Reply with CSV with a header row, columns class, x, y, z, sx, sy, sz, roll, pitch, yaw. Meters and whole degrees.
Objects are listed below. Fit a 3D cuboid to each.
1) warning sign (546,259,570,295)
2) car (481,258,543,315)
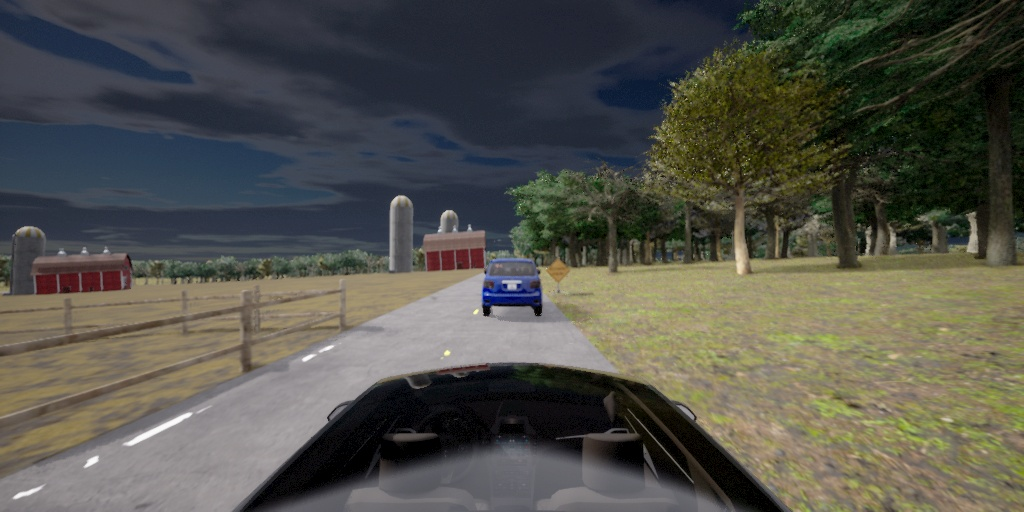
class,x,y,z,sx,sy,sz,roll,pitch,yaw
warning sign,2.465,1.060,18.926,1.300,1.860,1.060,0,0,0
car,0.019,1.118,14.448,2.150,2.045,5.566,0,0,0
